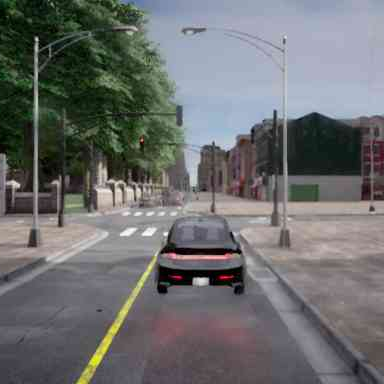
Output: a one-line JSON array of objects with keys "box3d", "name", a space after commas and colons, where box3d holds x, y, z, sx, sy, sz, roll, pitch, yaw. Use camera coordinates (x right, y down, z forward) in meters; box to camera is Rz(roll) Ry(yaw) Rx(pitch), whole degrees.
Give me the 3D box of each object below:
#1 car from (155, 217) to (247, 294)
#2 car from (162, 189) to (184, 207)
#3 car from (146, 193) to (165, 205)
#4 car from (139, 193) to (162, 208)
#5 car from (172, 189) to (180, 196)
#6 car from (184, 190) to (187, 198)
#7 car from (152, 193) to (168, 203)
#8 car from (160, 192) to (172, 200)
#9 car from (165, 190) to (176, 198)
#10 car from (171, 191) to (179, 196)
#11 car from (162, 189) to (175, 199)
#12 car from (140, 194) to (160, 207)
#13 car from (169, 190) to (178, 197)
[{"box3d": [0.213, 1.364, 8.413, 2.128, 1.511, 4.902, 0, 1, 1], "name": "car"}, {"box3d": [-2.320, 0.786, 39.322, 2.097, 1.767, 4.553, 0, 1, 0], "name": "car"}, {"box3d": [-4.812, 0.915, 44.557, 2.008, 1.369, 4.403, 1, 1, 0], "name": "car"}, {"box3d": [-4.889, 1.012, 37.422, 2.008, 1.369, 4.403, 1, 1, 0], "name": "car"}, {"box3d": [-4.470, 0.120, 93.603, 2.192, 1.841, 5.009, 1, 1, 0], "name": "car"}, {"box3d": [-2.197, 0.758, 54.625, 1.812, 1.442, 4.674, 0, 1, 1], "name": "car"}, {"box3d": [-4.775, 0.858, 50.007, 1.947, 1.339, 4.313, 1, 1, 0], "name": "car"}, {"box3d": [-4.700, 0.737, 60.906, 1.802, 1.307, 4.206, 1, 1, 0], "name": "car"}, {"box3d": [-4.622, 0.469, 71.804, 1.967, 1.590, 4.097, 1, 1, 0], "name": "car"}, {"box3d": [-4.513, 0.385, 87.985, 1.752, 1.417, 4.829, 1, 1, 0], "name": "car"}, {"box3d": [-4.657, 0.406, 66.352, 2.192, 1.841, 5.009, 1, 1, 0], "name": "car"}, {"box3d": [-4.899, 0.959, 39.396, 1.752, 1.417, 4.829, 1, 1, 0], "name": "car"}, {"box3d": [-4.547, 0.352, 82.703, 1.967, 1.590, 4.097, 1, 1, 0], "name": "car"}]
